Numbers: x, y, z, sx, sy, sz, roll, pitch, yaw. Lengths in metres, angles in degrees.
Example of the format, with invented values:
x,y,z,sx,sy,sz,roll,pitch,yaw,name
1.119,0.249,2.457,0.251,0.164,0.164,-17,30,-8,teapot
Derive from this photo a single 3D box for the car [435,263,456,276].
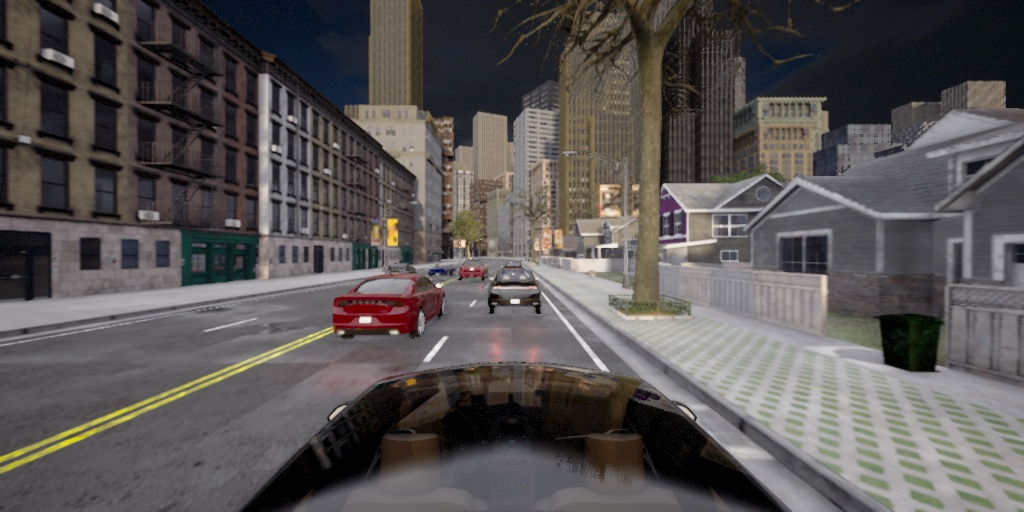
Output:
x,y,z,sx,sy,sz,roll,pitch,yaw,name
-6.599,1.313,33.916,1.895,1.301,4.718,0,0,0,car

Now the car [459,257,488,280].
x,y,z,sx,sy,sz,roll,pitch,yaw,name
-3.151,1.070,30.315,2.097,1.767,4.553,0,0,0,car

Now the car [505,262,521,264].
x,y,z,sx,sy,sz,roll,pitch,yaw,name
0.099,1.209,30.535,2.128,1.511,4.902,0,0,0,car

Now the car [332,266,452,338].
x,y,z,sx,sy,sz,roll,pitch,yaw,name
-3.151,1.221,10.181,1.882,1.535,5.008,0,0,0,car

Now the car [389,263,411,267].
x,y,z,sx,sy,sz,roll,pitch,yaw,name
-9.849,1.279,31.863,1.994,1.385,4.181,0,0,0,car

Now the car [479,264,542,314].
x,y,z,sx,sy,sz,roll,pitch,yaw,name
0.100,1.231,13.851,2.128,1.511,4.902,0,0,0,car
